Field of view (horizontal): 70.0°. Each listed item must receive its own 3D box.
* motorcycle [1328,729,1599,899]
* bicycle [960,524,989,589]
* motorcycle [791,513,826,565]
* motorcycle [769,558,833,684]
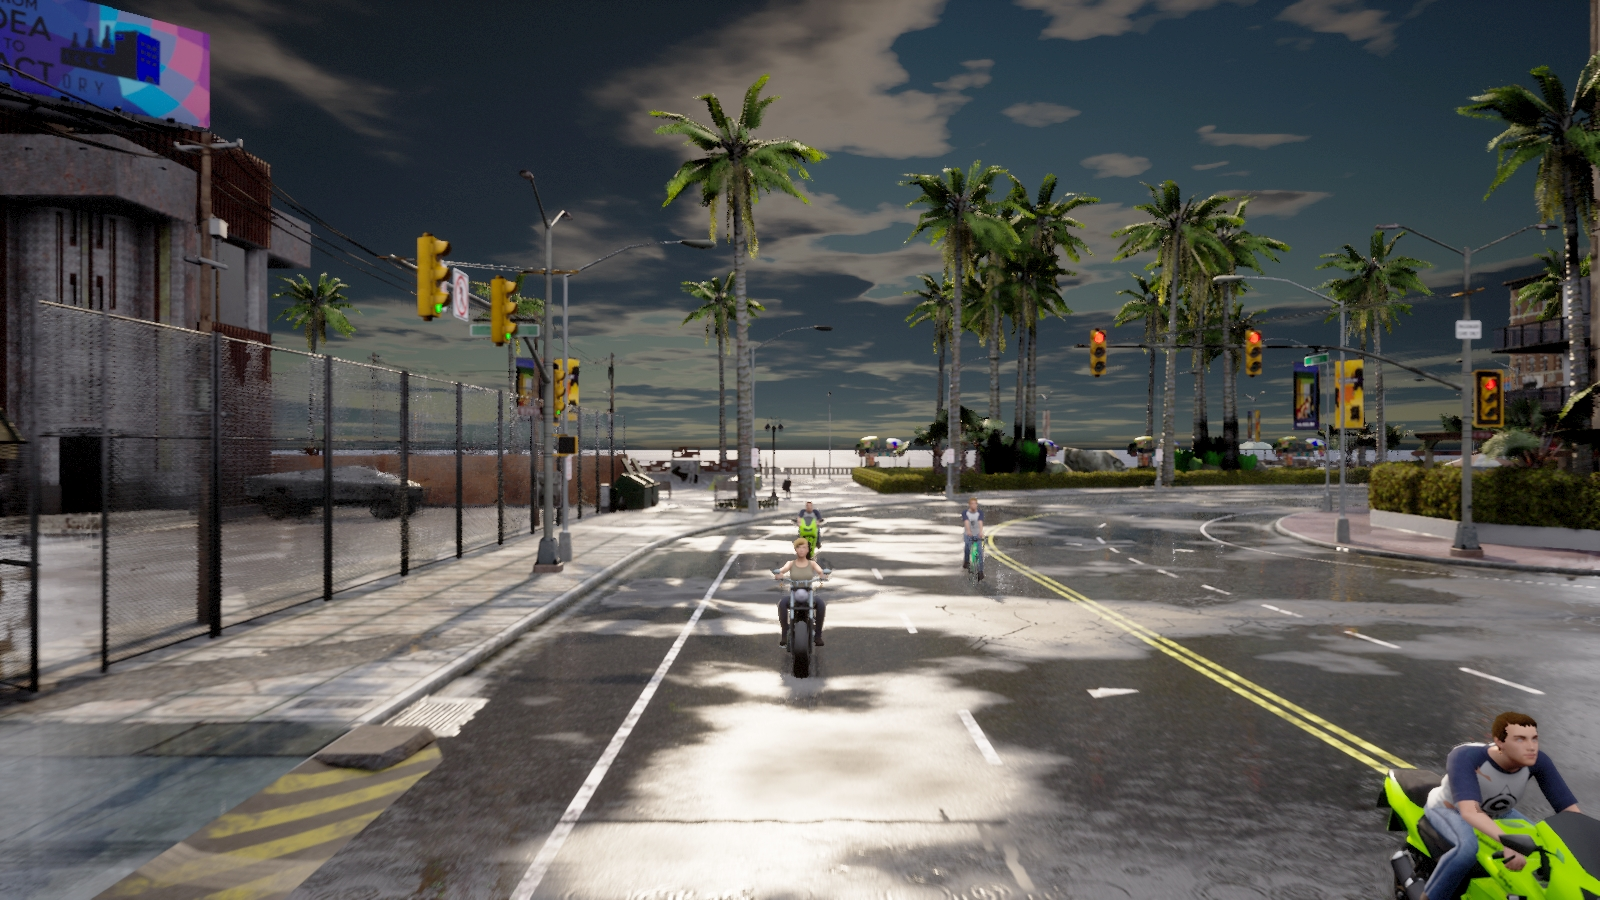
[{"bbox_3d":[3.499,2.213,5.689,0.803,1.145,2.033,0,0,0],"label":"motorcycle"},{"bbox_3d":[3.635,2.206,23.916,0.373,1.196,1.643,0,0,1],"label":"bicycle"},{"bbox_3d":[0.225,2.213,28.790,0.803,1.145,2.033,0,0,3],"label":"motorcycle"},{"bbox_3d":[0.018,2.170,14.926,0.764,1.277,2.356,0,0,0],"label":"motorcycle"}]
